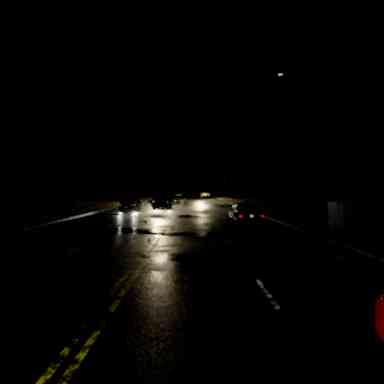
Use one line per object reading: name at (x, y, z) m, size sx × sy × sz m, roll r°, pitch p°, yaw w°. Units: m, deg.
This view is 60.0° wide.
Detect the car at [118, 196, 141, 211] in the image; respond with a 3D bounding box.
car at (-6.594, 1.244, 35.636) m, size 1.837 × 1.490 × 4.892 m, roll 0°, pitch 0°, yaw 0°

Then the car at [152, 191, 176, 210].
car at (-3.345, 1.075, 37.956) m, size 2.097 × 1.767 × 4.553 m, roll 0°, pitch 0°, yaw 0°

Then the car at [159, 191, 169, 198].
car at (-6.501, 0.621, 77.083) m, size 1.882 × 1.535 × 5.008 m, roll 0°, pitch 0°, yaw 0°

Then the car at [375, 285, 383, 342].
car at (3.350, 1.208, 1.760) m, size 2.150 × 2.045 × 5.566 m, roll 0°, pitch 0°, yaw 0°

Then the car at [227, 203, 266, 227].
car at (3.349, 1.393, 21.161) m, size 2.033 × 1.411 × 5.357 m, roll 0°, pitch 0°, yaw 0°

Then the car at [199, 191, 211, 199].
car at (3.249, 1.030, 76.573) m, size 1.895 × 1.301 × 4.718 m, roll 0°, pitch 0°, yaw 0°

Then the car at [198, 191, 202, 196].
car at (3.249, 0.697, 87.511) m, size 2.097 × 1.767 × 4.553 m, roll 0°, pitch 0°, yaw 0°

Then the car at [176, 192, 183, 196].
car at (-3.251, 0.687, 79.353) m, size 1.812 × 1.442 × 4.674 m, roll 0°, pitch 0°, yaw 0°
